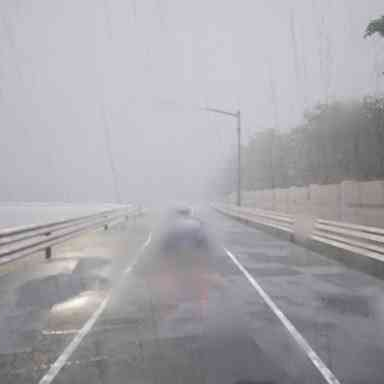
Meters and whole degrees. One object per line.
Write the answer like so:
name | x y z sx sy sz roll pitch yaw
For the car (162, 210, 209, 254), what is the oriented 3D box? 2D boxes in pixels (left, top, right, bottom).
car | -0.300 1.734 14.464 1.812 1.442 4.674 0 -1 -2

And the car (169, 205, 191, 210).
car | -1.052 1.918 28.912 1.837 1.490 4.892 0 0 -3
